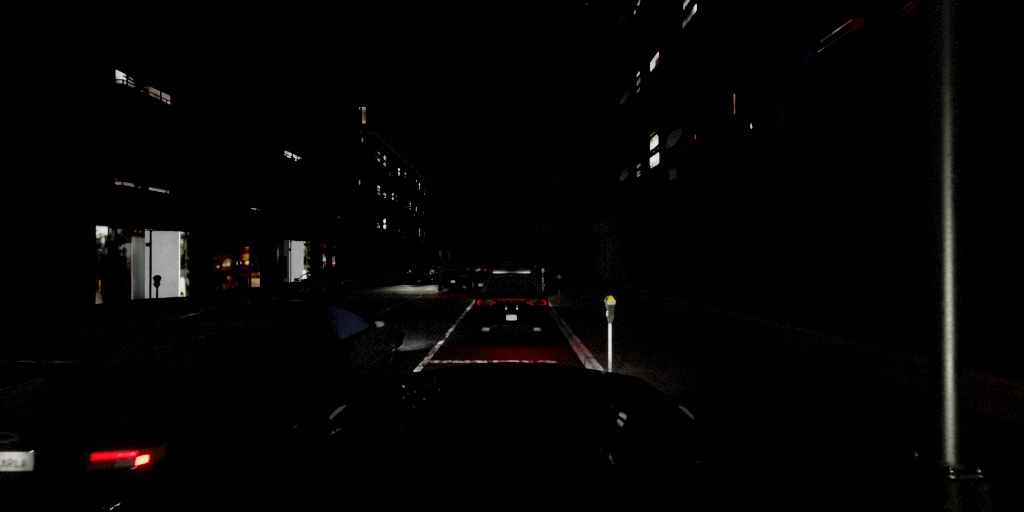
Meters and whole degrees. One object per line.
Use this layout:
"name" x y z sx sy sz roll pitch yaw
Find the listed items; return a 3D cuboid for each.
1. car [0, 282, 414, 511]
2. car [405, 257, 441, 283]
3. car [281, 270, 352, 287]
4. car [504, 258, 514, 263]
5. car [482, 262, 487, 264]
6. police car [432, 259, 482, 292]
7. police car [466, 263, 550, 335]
"car" -3.047 1.297 4.690 2.033 1.411 5.357 0 0 0
"car" -6.244 1.102 26.330 2.097 1.767 4.553 0 0 0
"car" -8.837 1.333 16.462 1.802 1.307 4.207 0 0 0
"car" -0.456 1.275 39.173 1.751 1.417 4.829 0 0 0
"car" -3.046 1.297 35.383 2.033 1.411 5.357 0 0 0
"police car" -3.146 1.176 21.701 1.930 1.638 5.238 0 0 0
"police car" -0.011 1.175 10.609 1.930 1.638 5.238 0 0 0
